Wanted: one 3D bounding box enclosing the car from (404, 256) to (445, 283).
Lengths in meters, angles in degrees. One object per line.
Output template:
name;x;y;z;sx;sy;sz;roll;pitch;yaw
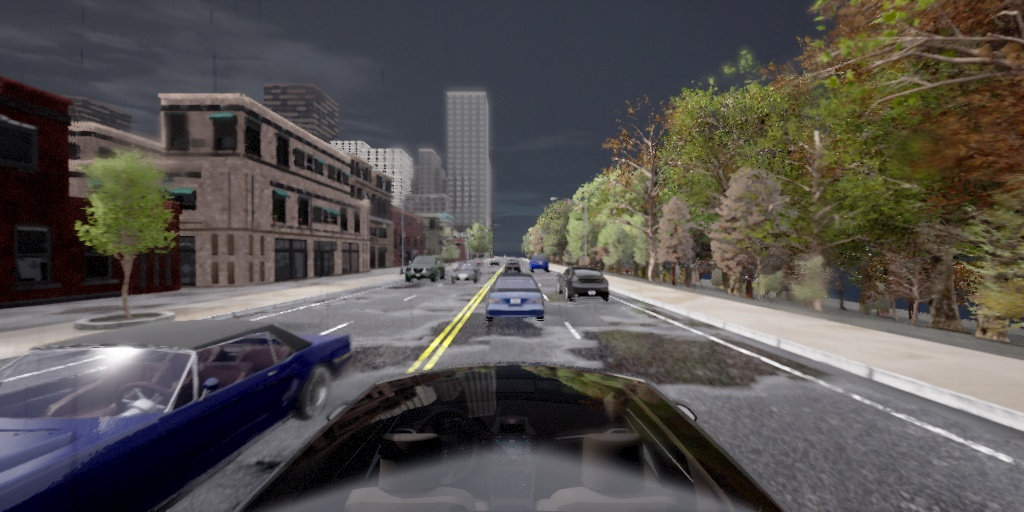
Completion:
car;-6.603;0.981;27.911;2.150;2.045;5.566;0;0;0

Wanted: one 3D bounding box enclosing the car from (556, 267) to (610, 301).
car;3.346;1.263;17.428;1.837;1.490;4.892;0;1;0

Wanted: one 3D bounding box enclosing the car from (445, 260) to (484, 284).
car;-3.352;1.250;26.885;2.128;1.511;4.902;0;0;0

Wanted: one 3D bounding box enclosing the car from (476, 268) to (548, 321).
car;0.096;1.302;12.468;2.033;1.411;5.357;0;0;0

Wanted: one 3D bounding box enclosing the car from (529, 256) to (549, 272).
car;3.343;0.984;44.737;2.150;2.045;5.566;0;0;0

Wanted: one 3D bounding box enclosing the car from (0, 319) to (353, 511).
car;-3.309;1.352;3.102;1.895;1.301;4.718;0;0;0

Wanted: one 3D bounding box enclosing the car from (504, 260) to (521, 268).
car;0.092;1.267;45.521;1.837;1.490;4.892;0;0;0
